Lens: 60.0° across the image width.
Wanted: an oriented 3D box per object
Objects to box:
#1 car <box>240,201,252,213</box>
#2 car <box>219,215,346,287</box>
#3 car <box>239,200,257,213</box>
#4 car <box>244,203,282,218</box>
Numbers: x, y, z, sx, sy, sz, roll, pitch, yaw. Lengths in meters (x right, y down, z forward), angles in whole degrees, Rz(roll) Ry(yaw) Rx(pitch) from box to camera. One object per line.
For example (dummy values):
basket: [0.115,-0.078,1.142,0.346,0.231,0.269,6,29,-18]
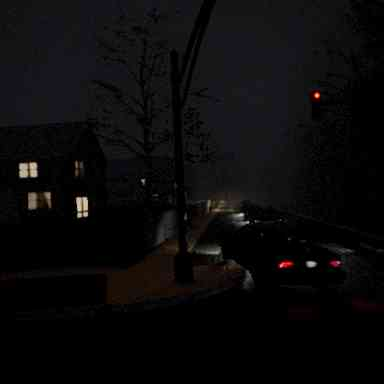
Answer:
car: [5.989,1.895,32.292,2.033,1.411,5.357,-3,-1,6]
car: [2.299,1.680,10.021,2.033,1.411,5.357,1,0,-10]
car: [7.494,1.970,45.199,2.128,1.511,4.902,-3,0,7]
car: [4.788,1.731,21.911,2.128,1.511,4.902,-3,-1,7]
